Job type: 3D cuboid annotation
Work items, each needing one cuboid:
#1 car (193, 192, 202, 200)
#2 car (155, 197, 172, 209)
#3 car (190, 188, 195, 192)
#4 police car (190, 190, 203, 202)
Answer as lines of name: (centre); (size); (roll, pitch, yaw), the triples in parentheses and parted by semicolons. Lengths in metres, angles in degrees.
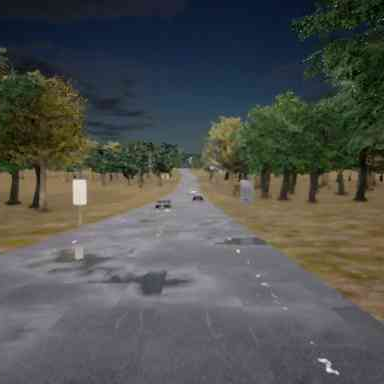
car: (1.080, 0.789, 70.970); (1.812, 1.442, 4.674); (0, 2, 0)
car: (-3.572, 1.357, 42.226); (2.033, 1.411, 5.357); (0, 1, 0)
car: (1.082, 0.550, 77.154); (1.801, 1.575, 5.366); (0, 2, 0)
police car: (1.076, 0.927, 61.081); (1.930, 1.638, 5.238); (0, 1, 0)
